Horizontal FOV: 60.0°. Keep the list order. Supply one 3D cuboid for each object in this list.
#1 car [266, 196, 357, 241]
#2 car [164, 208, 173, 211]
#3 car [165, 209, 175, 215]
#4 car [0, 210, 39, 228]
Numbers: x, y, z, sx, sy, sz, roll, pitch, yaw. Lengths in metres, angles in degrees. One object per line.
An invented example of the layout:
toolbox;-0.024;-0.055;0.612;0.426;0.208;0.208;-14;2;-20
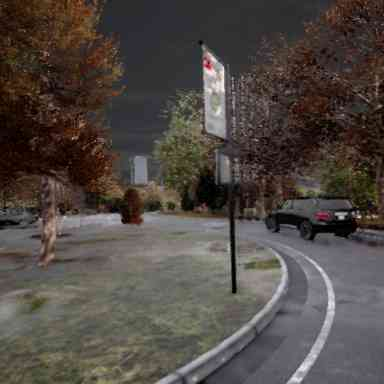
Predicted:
car;5.937;1.247;17.299;2.150;2.045;5.566;-1;0;-15
car;-6.606;4.815;82.589;2.128;1.511;4.902;-2;-5;2
car;-6.147;5.553;92.587;2.033;1.411;5.357;-2;-5;4
car;-15.554;2.272;27.879;4.902;1.511;2.128;-2;-1;-22
